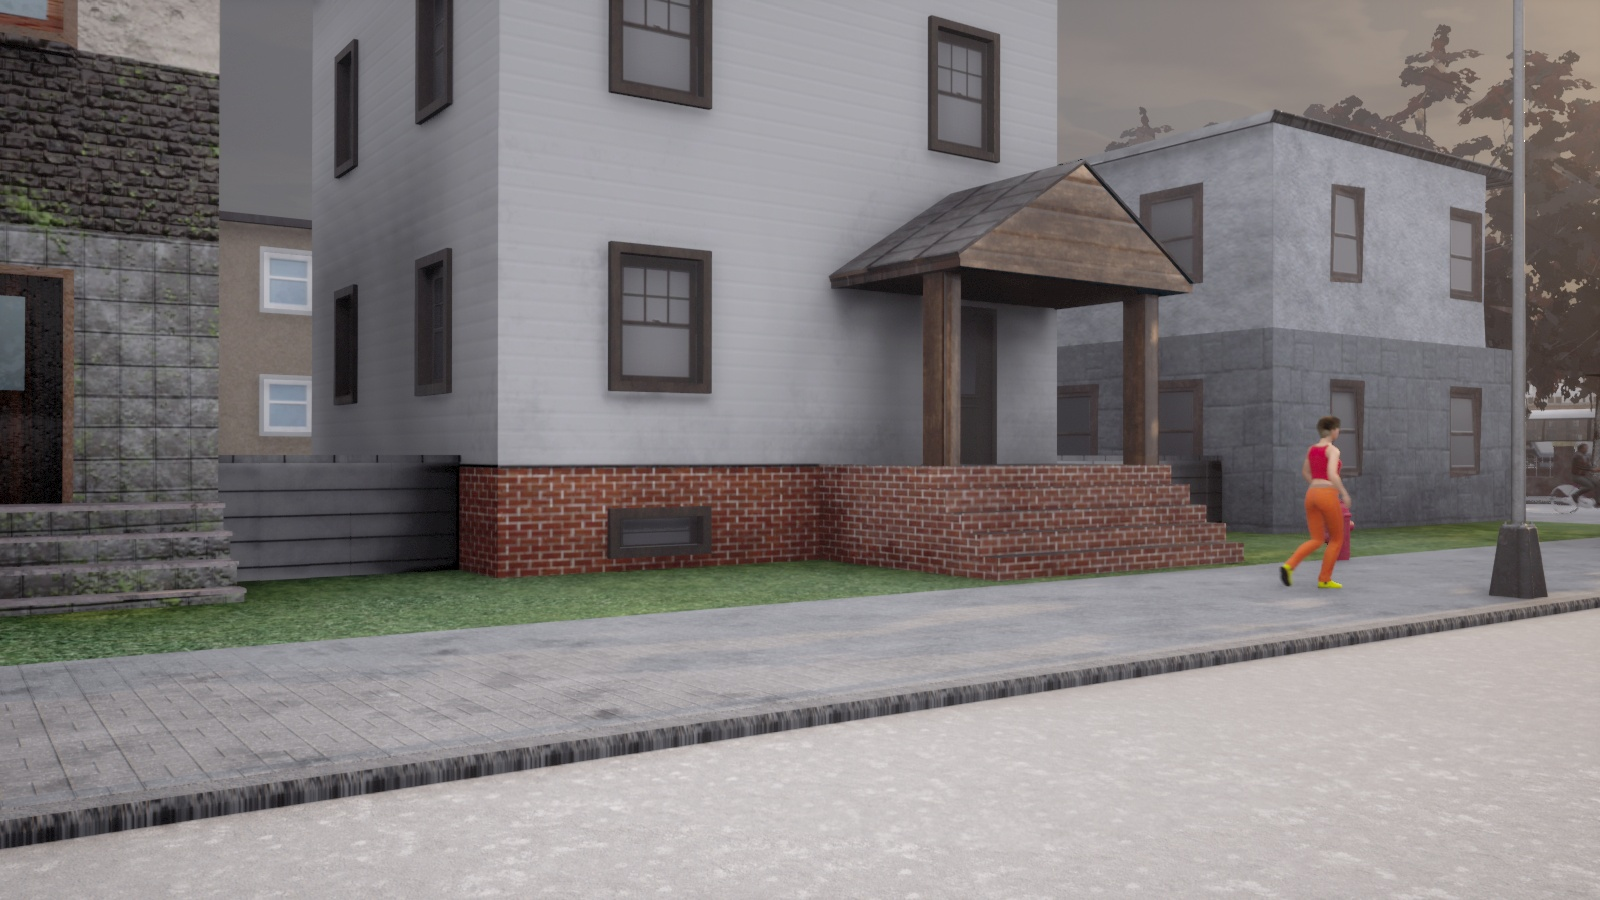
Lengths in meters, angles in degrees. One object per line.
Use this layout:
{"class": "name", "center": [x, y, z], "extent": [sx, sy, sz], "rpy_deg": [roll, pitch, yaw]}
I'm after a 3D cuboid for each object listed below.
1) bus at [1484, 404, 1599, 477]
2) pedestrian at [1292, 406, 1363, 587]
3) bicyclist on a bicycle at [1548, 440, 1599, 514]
{"class": "bus", "center": [47.707, -0.553, 76.169], "extent": [3.944, 4.253, 10.273], "rpy_deg": [0, 0, -34]}
{"class": "pedestrian", "center": [5.451, 0.474, 12.972], "extent": [0.594, 1.836, 0.345], "rpy_deg": [0, 0, -19]}
{"class": "bicyclist on a bicycle", "center": [19.383, 0.647, 30.605], "extent": [0.659, 1.776, 1.843], "rpy_deg": [0, 0, -35]}
